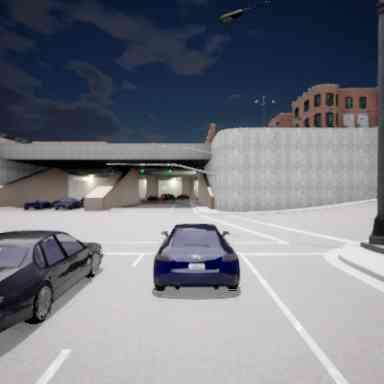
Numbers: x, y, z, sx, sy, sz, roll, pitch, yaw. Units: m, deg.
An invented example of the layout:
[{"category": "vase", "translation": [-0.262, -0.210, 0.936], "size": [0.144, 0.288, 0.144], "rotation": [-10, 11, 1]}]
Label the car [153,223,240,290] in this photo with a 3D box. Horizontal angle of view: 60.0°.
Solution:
[{"category": "car", "translation": [0.093, 1.532, 9.015], "size": [1.994, 1.385, 4.181], "rotation": [0, 0, 0]}]

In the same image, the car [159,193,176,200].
[{"category": "car", "translation": [-5.938, 1.065, 81.131], "size": [2.097, 1.767, 4.553], "rotation": [0, 0, 24]}]

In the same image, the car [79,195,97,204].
[{"category": "car", "translation": [-18.739, 1.348, 60.269], "size": [1.994, 1.385, 4.181], "rotation": [0, 0, -1]}]

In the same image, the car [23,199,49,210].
[{"category": "car", "translation": [-18.294, 1.457, 39.907], "size": [1.895, 1.301, 4.718], "rotation": [0, 0, -1]}]

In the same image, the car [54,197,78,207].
[{"category": "car", "translation": [-18.516, 1.425, 49.069], "size": [1.895, 1.301, 4.718], "rotation": [0, 0, -1]}]

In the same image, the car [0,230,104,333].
[{"category": "car", "translation": [-3.412, 1.522, 6.997], "size": [2.033, 1.411, 5.357], "rotation": [0, 0, 0]}]

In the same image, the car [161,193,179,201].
[{"category": "car", "translation": [-4.761, 1.100, 71.373], "size": [2.097, 1.767, 4.553], "rotation": [0, 0, 6]}]

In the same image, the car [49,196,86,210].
[{"category": "car", "translation": [-14.796, 1.404, 40.014], "size": [2.033, 1.411, 5.357], "rotation": [0, 0, -1]}]

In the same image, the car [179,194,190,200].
[{"category": "car", "translation": [-2.132, 1.234, 81.169], "size": [1.812, 1.442, 4.674], "rotation": [0, 0, 28]}]

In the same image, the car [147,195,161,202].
[{"category": "car", "translation": [-8.280, 1.286, 71.082], "size": [2.033, 1.411, 5.357], "rotation": [0, 0, 6]}]

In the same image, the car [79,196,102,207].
[{"category": "car", "translation": [-15.024, 1.314, 49.534], "size": [2.128, 1.511, 4.902], "rotation": [0, 0, -1]}]
